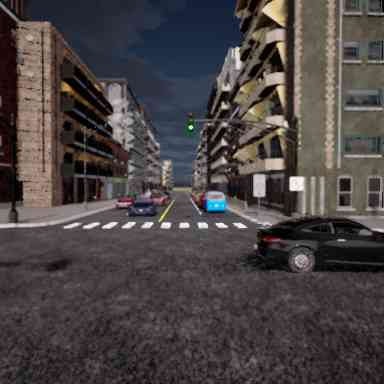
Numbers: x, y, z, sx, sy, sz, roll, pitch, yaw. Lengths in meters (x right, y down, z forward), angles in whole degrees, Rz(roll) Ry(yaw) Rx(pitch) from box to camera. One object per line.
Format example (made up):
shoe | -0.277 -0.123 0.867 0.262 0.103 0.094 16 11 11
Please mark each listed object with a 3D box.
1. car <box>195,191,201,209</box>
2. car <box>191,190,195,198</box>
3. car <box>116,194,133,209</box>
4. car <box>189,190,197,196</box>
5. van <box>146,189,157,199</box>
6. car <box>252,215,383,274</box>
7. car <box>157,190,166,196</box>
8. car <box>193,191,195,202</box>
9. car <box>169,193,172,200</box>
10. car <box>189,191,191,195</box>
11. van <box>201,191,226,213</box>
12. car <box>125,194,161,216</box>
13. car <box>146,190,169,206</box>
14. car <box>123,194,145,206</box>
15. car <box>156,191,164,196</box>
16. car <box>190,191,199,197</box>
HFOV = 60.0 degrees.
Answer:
car | 1.749 0.779 34.933 2.192 1.841 5.009 -1 1 -2
car | 1.257 0.672 51.487 1.967 1.590 4.097 -1 1 -2
car | -6.812 1.037 34.753 1.802 1.307 4.206 -1 1 -2
car | 0.266 0.180 90.123 1.967 1.590 4.097 -1 1 -2
van | -7.569 0.417 62.351 1.690 1.788 3.998 -1 1 -2
car | 4.086 1.400 9.432 4.674 1.442 1.812 1 1 -1
car | -8.227 0.281 89.959 2.008 1.369 4.403 -1 1 -2
car | 1.404 0.830 46.138 1.752 1.417 4.829 -1 1 -2
car | -4.650 0.652 58.827 1.812 1.442 4.674 0 1 -1
car | 0.853 0.453 68.045 1.967 1.590 4.097 -1 1 -2
van | 1.988 0.886 29.441 1.690 1.788 3.998 -1 1 -2
car | -3.839 1.144 26.583 1.994 1.385 4.181 0 1 -2
car | -4.202 0.736 39.982 2.097 1.767 4.553 0 1 -2
car | -6.963 0.941 40.272 1.947 1.339 4.313 -1 1 -2
car | -8.065 0.341 84.439 1.887 1.381 4.507 -1 1 -2
car | 0.576 0.439 79.088 1.947 1.339 4.313 -1 1 -2
